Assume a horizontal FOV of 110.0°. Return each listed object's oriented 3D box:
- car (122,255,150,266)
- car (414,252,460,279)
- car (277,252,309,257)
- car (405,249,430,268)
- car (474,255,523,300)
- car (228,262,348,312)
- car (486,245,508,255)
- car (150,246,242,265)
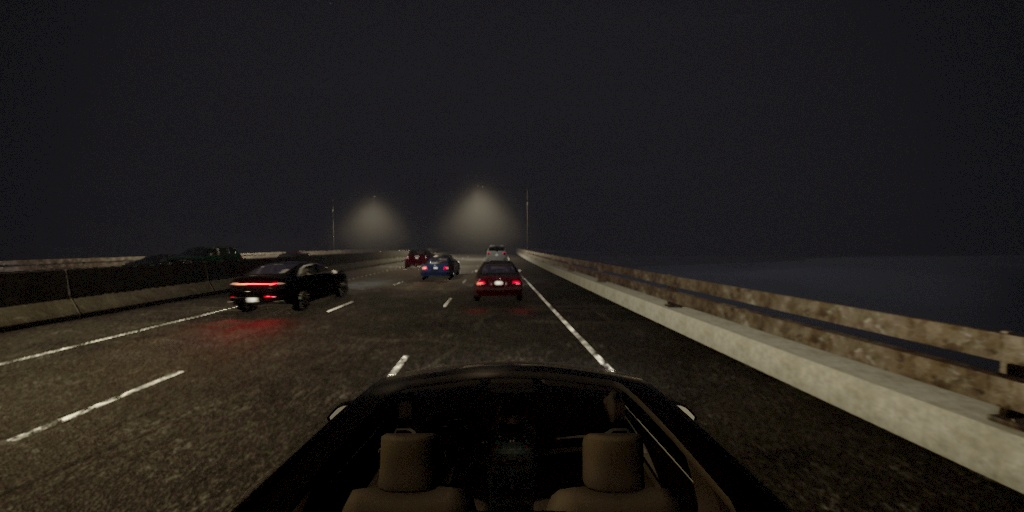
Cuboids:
[{"bbox_3d":[-25.827,0.603,26.464,1.837,1.490,4.892,0,2,-2],"label":"car"},{"bbox_3d":[-4.463,0.652,22.829,2.033,1.411,5.357,0,2,-3],"label":"car"},{"bbox_3d":[-19.007,0.407,30.834,1.882,1.535,5.008,0,2,-2],"label":"car"},{"bbox_3d":[-8.424,0.148,33.460,2.097,1.767,4.553,0,2,-2],"label":"car"},{"bbox_3d":[-0.563,0.888,14.683,2.033,1.411,5.357,0,2,-3],"label":"car"},{"bbox_3d":[-7.432,0.934,12.488,2.128,1.511,4.902,0,2,-3],"label":"car"},{"bbox_3d":[-1.638,-0.178,38.829,2.150,2.045,5.566,0,2,-2],"label":"car"},{"bbox_3d":[-22.313,0.314,26.053,2.150,2.045,5.566,0,2,-3],"label":"car"}]
